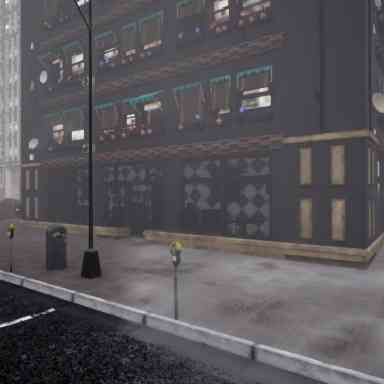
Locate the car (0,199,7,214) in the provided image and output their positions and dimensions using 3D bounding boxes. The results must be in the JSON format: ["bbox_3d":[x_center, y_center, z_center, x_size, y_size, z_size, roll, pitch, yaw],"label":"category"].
[{"bbox_3d":[-16.195,1.308,29.054,1.994,1.385,4.181,0,1,35],"label":"car"}]

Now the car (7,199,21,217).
[{"bbox_3d":[-11.432,1.282,25.742,1.947,1.339,4.313,1,1,35],"label":"car"}]
